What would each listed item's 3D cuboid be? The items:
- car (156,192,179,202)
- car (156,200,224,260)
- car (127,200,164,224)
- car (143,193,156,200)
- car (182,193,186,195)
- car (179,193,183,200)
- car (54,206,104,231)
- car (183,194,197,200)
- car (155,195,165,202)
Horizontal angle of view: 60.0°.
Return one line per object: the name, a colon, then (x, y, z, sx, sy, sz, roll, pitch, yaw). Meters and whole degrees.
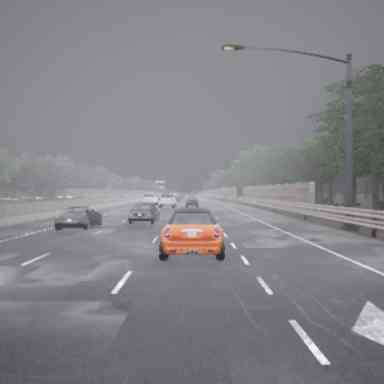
car: (-3.491, 1.212, 47.993, 2.150, 2.045, 5.566, 0, 0, 0)
car: (0.003, 1.365, 12.657, 2.097, 1.767, 4.553, 0, 0, 0)
car: (-3.494, 1.563, 24.697, 2.033, 1.411, 5.357, 0, 0, 0)
car: (-6.989, 1.196, 56.239, 2.150, 2.045, 5.566, 0, 0, 0)
car: (-3.483, 1.520, 92.669, 1.895, 1.301, 4.718, 0, 0, 0)
car: (-3.486, 1.543, 72.719, 1.895, 1.301, 4.718, 0, 0, 0)
car: (-6.997, 1.580, 20.948, 1.994, 1.385, 4.181, 0, 0, 0)
car: (0.009, 1.495, 48.690, 1.837, 1.490, 4.892, 0, 0, 0)
car: (-6.986, 1.472, 72.652, 1.812, 1.442, 4.674, 0, 0, 0)
